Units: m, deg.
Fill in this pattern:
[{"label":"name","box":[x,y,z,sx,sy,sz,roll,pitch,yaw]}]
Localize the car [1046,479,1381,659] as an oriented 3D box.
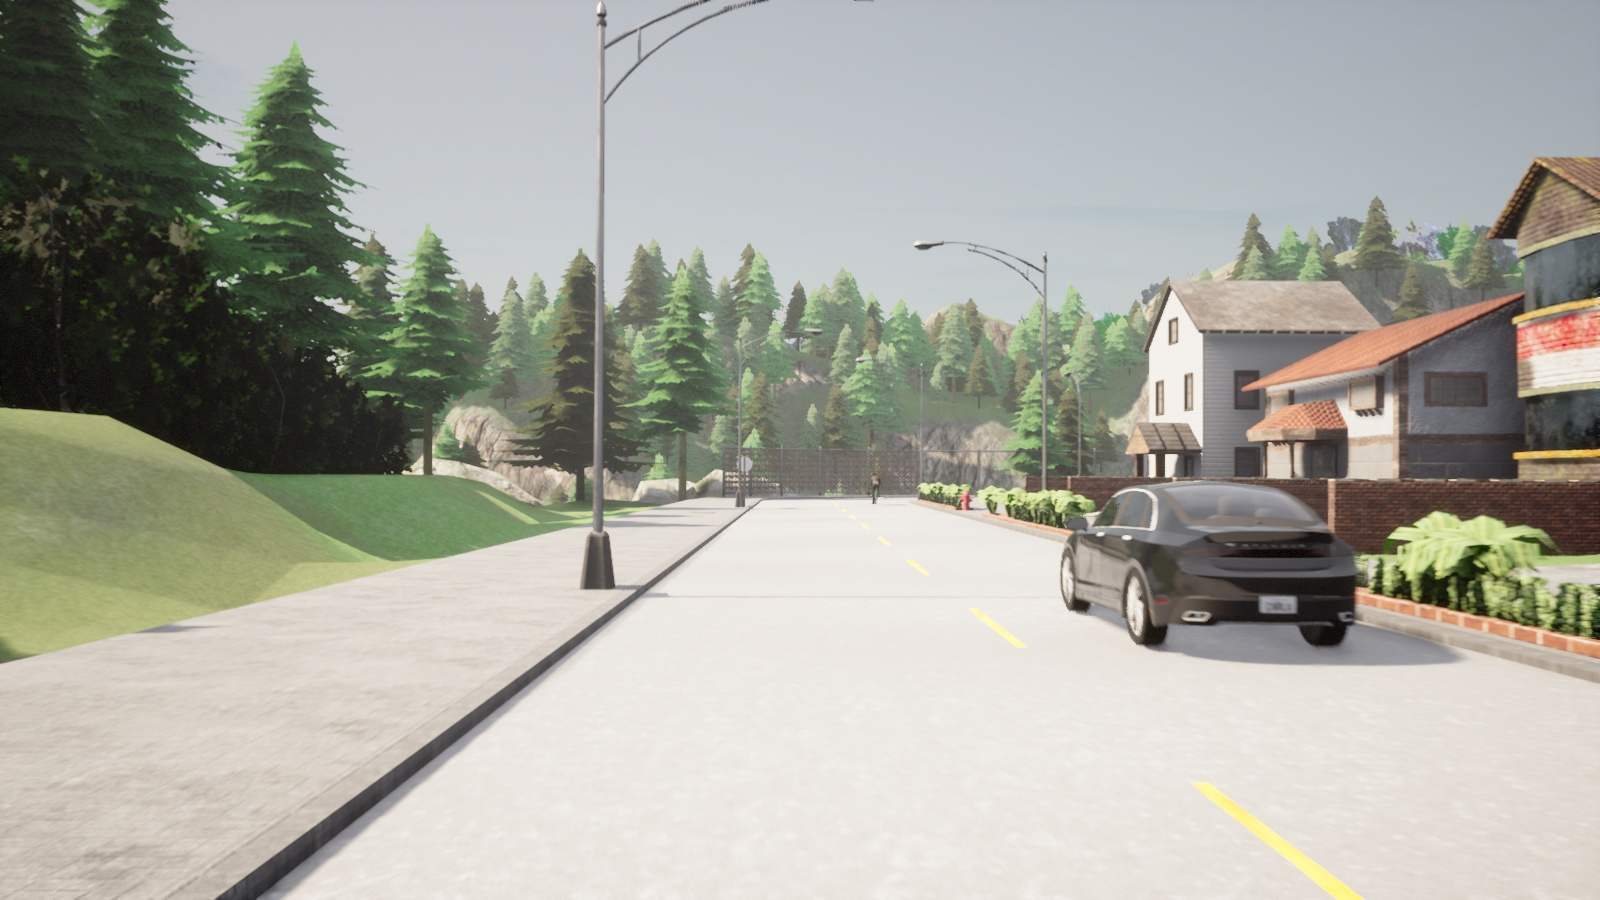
[{"label":"car","box":[3.968,1.058,13.038,1.837,1.490,4.892,0,-1,0]}]
